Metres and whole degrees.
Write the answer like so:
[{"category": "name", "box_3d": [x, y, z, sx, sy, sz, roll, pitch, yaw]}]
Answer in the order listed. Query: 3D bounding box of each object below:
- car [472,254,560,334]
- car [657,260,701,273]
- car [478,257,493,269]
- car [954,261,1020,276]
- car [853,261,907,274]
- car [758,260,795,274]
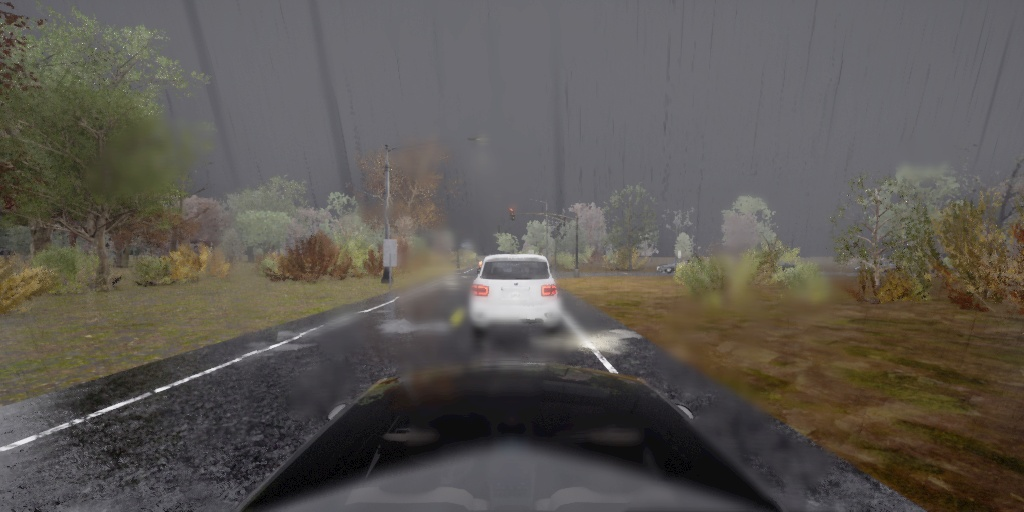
[{"category": "car", "box_3d": [0.088, 0.971, 10.744, 2.150, 2.045, 5.566, 0, 0, 0]}, {"category": "car", "box_3d": [19.370, 1.255, 41.609, 4.902, 1.511, 2.128, 0, 0, 1]}, {"category": "car", "box_3d": [-4.205, 1.104, 57.563, 2.097, 1.767, 4.553, 0, 0, -2]}, {"category": "car", "box_3d": [49.073, 1.279, 37.107, 4.902, 1.511, 2.128, 0, 0, 5]}, {"category": "car", "box_3d": [41.743, 1.269, 40.774, 4.902, 1.511, 2.128, 0, 0, 4]}, {"category": "car", "box_3d": [29.726, 1.247, 41.372, 5.008, 1.535, 1.882, 0, 0, 2]}]
